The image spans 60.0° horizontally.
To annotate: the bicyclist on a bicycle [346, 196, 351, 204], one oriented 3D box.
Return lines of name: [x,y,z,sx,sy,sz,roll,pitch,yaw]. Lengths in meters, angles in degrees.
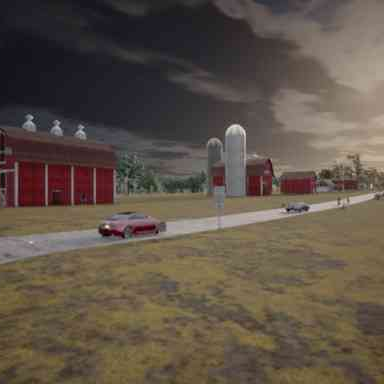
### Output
bicyclist on a bicycle: [32.685,1.622,69.520,0.866,1.612,1.509,0,1,35]

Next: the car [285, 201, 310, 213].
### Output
car: [14.100,1.934,44.298,2.033,1.411,5.357,0,0,36]

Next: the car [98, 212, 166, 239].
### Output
car: [-3.358,1.855,19.340,1.994,1.385,4.181,0,-1,35]

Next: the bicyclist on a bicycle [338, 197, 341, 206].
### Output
bicyclist on a bicycle: [27.515,1.733,62.161,0.582,1.620,1.656,0,0,35]
